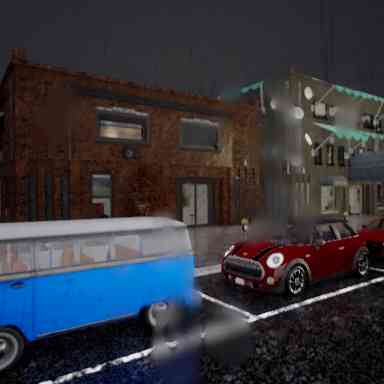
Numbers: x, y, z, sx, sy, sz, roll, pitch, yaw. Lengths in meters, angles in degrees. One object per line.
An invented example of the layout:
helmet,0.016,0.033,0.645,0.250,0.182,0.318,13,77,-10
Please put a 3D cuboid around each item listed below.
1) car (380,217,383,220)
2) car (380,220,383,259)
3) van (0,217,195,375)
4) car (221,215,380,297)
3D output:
car,7.194,1.526,11.665,4.507,1.381,1.887,0,0,-35
car,7.073,1.476,8.398,4.902,1.511,2.128,0,0,-35
van,-1.854,1.339,5.240,3.998,1.788,1.690,0,0,-35
car,2.670,1.430,8.453,4.097,1.590,1.967,0,0,-35
